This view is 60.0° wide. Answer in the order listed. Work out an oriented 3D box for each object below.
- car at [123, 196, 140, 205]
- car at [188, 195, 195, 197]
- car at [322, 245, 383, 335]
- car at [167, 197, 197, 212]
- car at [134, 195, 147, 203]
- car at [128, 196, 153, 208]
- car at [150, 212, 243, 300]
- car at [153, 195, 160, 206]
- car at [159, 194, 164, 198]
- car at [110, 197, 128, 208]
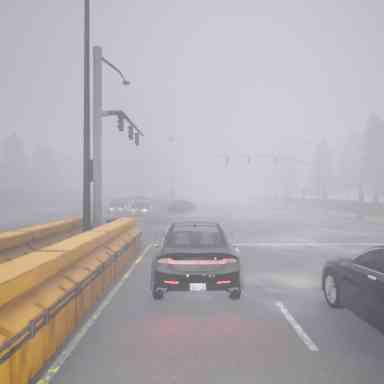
[{"bbox_3d":[-10.647,1.482,58.982,2.128,1.511,4.902,0,0,0],"label":"car"},{"bbox_3d":[-0.106,1.510,88.507,1.812,1.442,4.674,0,0,0],"label":"car"},{"bbox_3d":[3.595,1.504,4.988,1.837,1.490,4.892,0,0,0],"label":"car"},{"bbox_3d":[-1.028,1.558,36.479,1.994,1.385,4.181,0,0,24],"label":"car"},{"bbox_3d":[-10.583,1.467,69.071,1.882,1.535,5.008,0,0,0],"label":"car"},{"bbox_3d":[-7.154,1.344,46.508,2.097,1.767,4.553,0,0,0],"label":"car"},{"bbox_3d":[0.074,1.490,8.401,2.128,1.511,4.902,0,0,-1],"label":"car"},{"bbox_3d":[-7.155,1.538,55.982,2.033,1.411,5.357,0,0,0],"label":"car"},{"bbox_3d":[-7.116,1.515,65.796,1.812,1.442,4.674,0,0,0],"label":"car"},{"bbox_3d":[-10.657,1.539,49.196,2.033,1.411,5.357,0,0,0],"label":"car"}]
